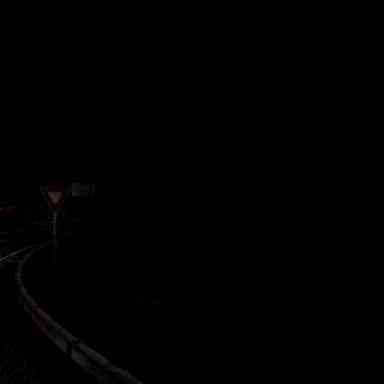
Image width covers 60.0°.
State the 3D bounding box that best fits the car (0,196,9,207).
[{"bbox_3d":[-26.080,1.166,43.466,4.674,1.442,1.812,1,1,21],"label":"car"}]

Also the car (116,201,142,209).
[{"bbox_3d":[-13.682,2.807,72.297,5.008,1.535,2.097,1,-3,4],"label":"car"}]

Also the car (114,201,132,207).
[{"bbox_3d":[-13.890,2.634,69.555,4.892,1.521,2.231,1,-4,4],"label":"car"}]
